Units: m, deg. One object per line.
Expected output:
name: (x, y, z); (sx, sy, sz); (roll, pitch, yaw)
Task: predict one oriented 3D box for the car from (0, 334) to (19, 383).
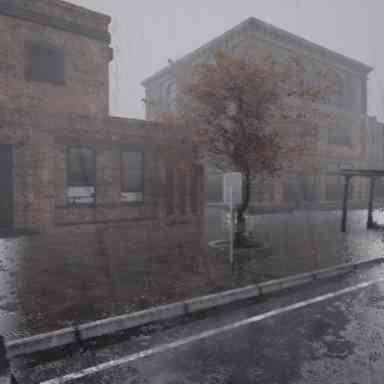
car: (-3.249, 1.492, 1.060); (4.902, 1.511, 2.128); (0, 0, -36)
